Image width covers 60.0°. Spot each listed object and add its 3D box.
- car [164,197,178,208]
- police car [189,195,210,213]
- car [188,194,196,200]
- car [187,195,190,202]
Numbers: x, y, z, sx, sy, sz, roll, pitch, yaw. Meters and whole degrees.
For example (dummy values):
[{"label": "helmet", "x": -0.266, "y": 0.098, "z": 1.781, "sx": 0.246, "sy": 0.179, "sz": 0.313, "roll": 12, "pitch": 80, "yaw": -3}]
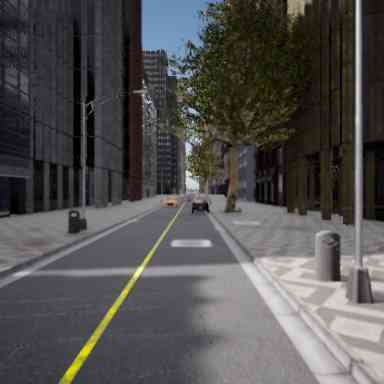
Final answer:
[{"label": "car", "x": -3.067, "y": 1.482, "z": 49.334, "sx": 1.882, "sy": 1.535, "sz": 5.008, "roll": 0, "pitch": 0, "yaw": 0}, {"label": "police car", "x": 0.908, "y": 1.429, "z": 36.770, "sx": 1.930, "sy": 1.638, "sz": 5.238, "roll": 0, "pitch": 0, "yaw": 0}, {"label": "car", "x": 0.019, "y": 1.349, "z": 87.213, "sx": 1.882, "sy": 1.535, "sz": 5.008, "roll": 0, "pitch": 0, "yaw": 0}, {"label": "car", "x": 0.016, "y": 1.424, "z": 72.213, "sx": 1.994, "sy": 1.385, "sz": 4.181, "roll": 0, "pitch": 0, "yaw": 0}]
